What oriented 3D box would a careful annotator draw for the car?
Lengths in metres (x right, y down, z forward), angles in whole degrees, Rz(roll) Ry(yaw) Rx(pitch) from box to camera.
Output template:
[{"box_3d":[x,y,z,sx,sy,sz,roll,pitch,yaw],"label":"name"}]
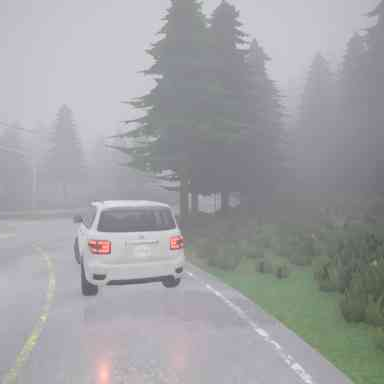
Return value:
[{"box_3d":[-1.917,1.221,9.031,2.150,2.045,5.566,0,0,-20],"label":"car"}]
